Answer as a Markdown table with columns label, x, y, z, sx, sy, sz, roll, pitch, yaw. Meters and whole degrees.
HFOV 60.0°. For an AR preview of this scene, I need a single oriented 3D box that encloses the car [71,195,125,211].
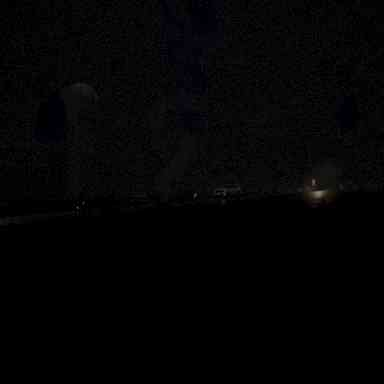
| label | x | y | z | sx | sy | sz | roll | pitch | yaw |
| --- | --- | --- | --- | --- | --- | --- | --- | --- | --- |
| car | -8.358 | 0.954 | 29.821 | 1.895 | 1.301 | 4.718 | -1 | 1 | 36 |

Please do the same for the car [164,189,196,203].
| label | x | y | z | sx | sy | sz | roll | pitch | yaw |
| --- | --- | --- | --- | --- | --- | --- | --- | --- | --- |
| car | -1.379 | 0.465 | 39.585 | 1.837 | 1.490 | 4.892 | -1 | 1 | 36 |

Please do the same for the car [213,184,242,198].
| label | x | y | z | sx | sy | sz | roll | pitch | yaw |
| --- | --- | --- | --- | --- | --- | --- | --- | --- | --- |
| car | 5.266 | -0.173 | 48.828 | 2.150 | 2.045 | 5.566 | -1 | 1 | 36 |

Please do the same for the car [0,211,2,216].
| label | x | y | z | sx | sy | sz | roll | pitch | yaw |
| --- | --- | --- | --- | --- | --- | --- | --- | --- | --- |
| car | -14.718 | 1.282 | 20.386 | 2.033 | 1.411 | 5.357 | -1 | 1 | 31 |
